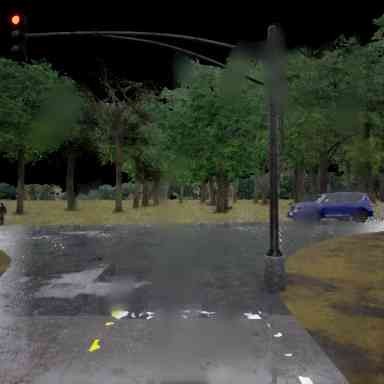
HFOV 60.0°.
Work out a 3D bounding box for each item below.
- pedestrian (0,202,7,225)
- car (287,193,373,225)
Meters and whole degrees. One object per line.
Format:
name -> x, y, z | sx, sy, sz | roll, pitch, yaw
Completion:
pedestrian -> -15.239, 1.718, 26.772 | 0.375, 1.860, 0.375 | 0, -1, 0
car -> 9.345, 1.094, 22.552 | 5.566, 2.045, 2.150 | -1, -2, -8
